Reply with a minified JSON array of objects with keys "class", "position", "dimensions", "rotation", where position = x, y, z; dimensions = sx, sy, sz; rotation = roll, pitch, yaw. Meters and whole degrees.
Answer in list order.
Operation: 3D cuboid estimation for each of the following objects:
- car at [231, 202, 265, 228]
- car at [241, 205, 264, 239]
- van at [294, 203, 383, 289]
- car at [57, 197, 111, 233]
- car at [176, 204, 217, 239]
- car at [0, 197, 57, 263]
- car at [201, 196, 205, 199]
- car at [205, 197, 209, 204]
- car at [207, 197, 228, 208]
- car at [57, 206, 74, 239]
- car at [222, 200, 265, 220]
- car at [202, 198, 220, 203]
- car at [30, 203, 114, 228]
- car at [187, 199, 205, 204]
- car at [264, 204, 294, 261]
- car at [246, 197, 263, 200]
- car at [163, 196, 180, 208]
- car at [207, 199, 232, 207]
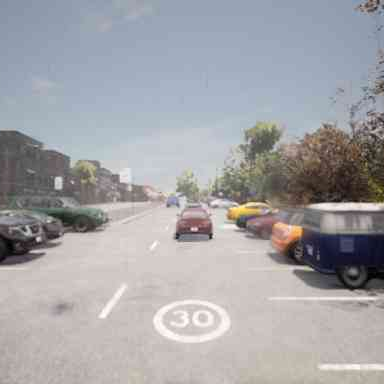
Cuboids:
[{"class":"car","position":[5.104,1.545,19.681],"dimensions":[5.008,1.535,2.097],"rotation":[0,0,0]},{"class":"car","position":[5.097,1.569,16.894],"dimensions":[4.674,1.452,2.002],"rotation":[0,0,0]},{"class":"van","position":[5.203,1.270,8.546],"dimensions":[4.442,1.987,1.878],"rotation":[0,0,0]},{"class":"car","position":[-7.952,1.295,19.708],"dimensions":[5.566,2.045,2.435],"rotation":[0,0,0]},{"class":"car","position":[0.112,1.579,17.679],"dimensions":[1.812,1.442,4.674],"rotation":[0,0,0]},{"class":"car","position":[-7.963,1.255,11.298],"dimensions":[5.566,2.045,2.435],"rotation":[0,0,0]},{"class":"car","position":[5.250,2.179,87.765],"dimensions":[4.553,1.767,2.185],"rotation":[0,-1,0]},{"class":"car","position":[5.170,1.948,56.881],"dimensions":[5.008,1.535,2.097],"rotation":[0,-1,0]},{"class":"car","position":[5.157,1.952,53.732],"dimensions":[4.674,1.452,2.002],"rotation":[0,-1,0]},{"class":"car","position":[-7.982,1.516,14.102],"dimensions":[4.892,1.521,2.231],"rotation":[0,0,0]},{"class":"car","position":[5.103,1.589,25.249],"dimensions":[5.008,1.535,2.097],"rotation":[0,-1,0]},{"class":"car","position":[5.182,2.383,90.933],"dimensions":[4.674,1.452,2.002],"rotation":[0,-1,0]},{"class":"car","position":[-7.982,1.568,22.507],"dimensions":[4.892,1.521,2.231],"rotation":[0,0,0]},{"class":"car","position":[0.139,1.729,33.841],"dimensions":[1.812,1.442,4.674],"rotation":[0,-1,0]},{"class":"car","position":[5.058,1.379,11.326],"dimensions":[4.553,1.767,2.185],"rotation":[0,0,0]},{"class":"car","position":[14.236,1.963,76.080],"dimensions":[4.902,1.511,2.128],"rotation":[-1,-3,-1]},{"class":"car","position":[-3.226,1.694,57.170],"dimensions":[2.150,2.045,5.566],"rotation":[0,-1,1]},{"class":"car","position":[5.173,2.064,63.429],"dimensions":[4.674,1.452,2.002],"rotation":[0,-1,0]}]
